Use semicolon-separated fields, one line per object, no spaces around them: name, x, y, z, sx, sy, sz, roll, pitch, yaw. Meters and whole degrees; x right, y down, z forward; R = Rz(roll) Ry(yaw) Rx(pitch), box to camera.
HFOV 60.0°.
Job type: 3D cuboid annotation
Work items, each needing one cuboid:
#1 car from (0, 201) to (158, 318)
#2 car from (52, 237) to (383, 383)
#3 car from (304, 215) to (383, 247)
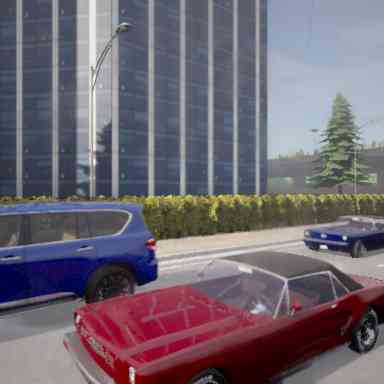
car;-3.269;1.221;5.949;5.566;2.045;2.150;0;0;-36
car;0.831;1.601;4.579;4.718;1.301;1.895;0;0;-36
car;6.380;1.601;12.850;4.718;1.301;1.895;0;0;-36
